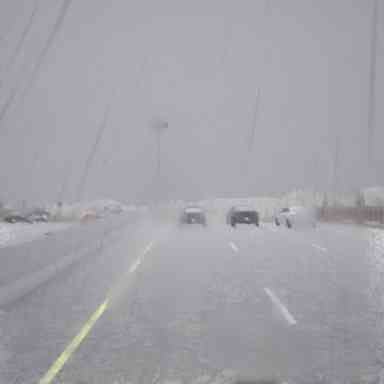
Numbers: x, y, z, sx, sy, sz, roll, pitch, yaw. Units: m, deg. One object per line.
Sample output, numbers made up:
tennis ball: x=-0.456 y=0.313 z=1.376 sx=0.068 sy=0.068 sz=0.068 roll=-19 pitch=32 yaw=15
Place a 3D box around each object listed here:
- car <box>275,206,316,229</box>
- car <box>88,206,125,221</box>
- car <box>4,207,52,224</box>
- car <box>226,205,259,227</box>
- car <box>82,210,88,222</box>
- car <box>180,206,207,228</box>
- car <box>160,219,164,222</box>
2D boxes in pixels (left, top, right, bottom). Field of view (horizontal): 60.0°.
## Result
car: x=7.103 y=1.716 z=23.108 sx=1.812 sy=1.442 sz=4.674 roll=0 pitch=-2 yaw=0
car: x=-7.090 y=1.965 z=29.104 sx=2.128 sy=1.511 sz=4.902 roll=0 pitch=-4 yaw=0
car: x=-14.093 y=2.013 z=28.985 sx=2.033 sy=1.411 sz=5.357 roll=0 pitch=-3 yaw=0
car: x=3.604 y=1.715 z=24.357 sx=1.882 sy=1.535 sz=5.008 roll=0 pitch=-2 yaw=0
car: x=-10.578 y=2.427 z=36.964 sx=2.097 sy=1.767 sz=4.553 roll=0 pitch=-5 yaw=0
car: x=0.104 y=1.727 z=23.431 sx=1.812 sy=1.442 sz=4.674 roll=0 pitch=-2 yaw=0
car: x=-6.991 y=6.547 z=71.388 sx=2.097 sy=1.767 sz=4.553 roll=0 pitch=-7 yaw=0
